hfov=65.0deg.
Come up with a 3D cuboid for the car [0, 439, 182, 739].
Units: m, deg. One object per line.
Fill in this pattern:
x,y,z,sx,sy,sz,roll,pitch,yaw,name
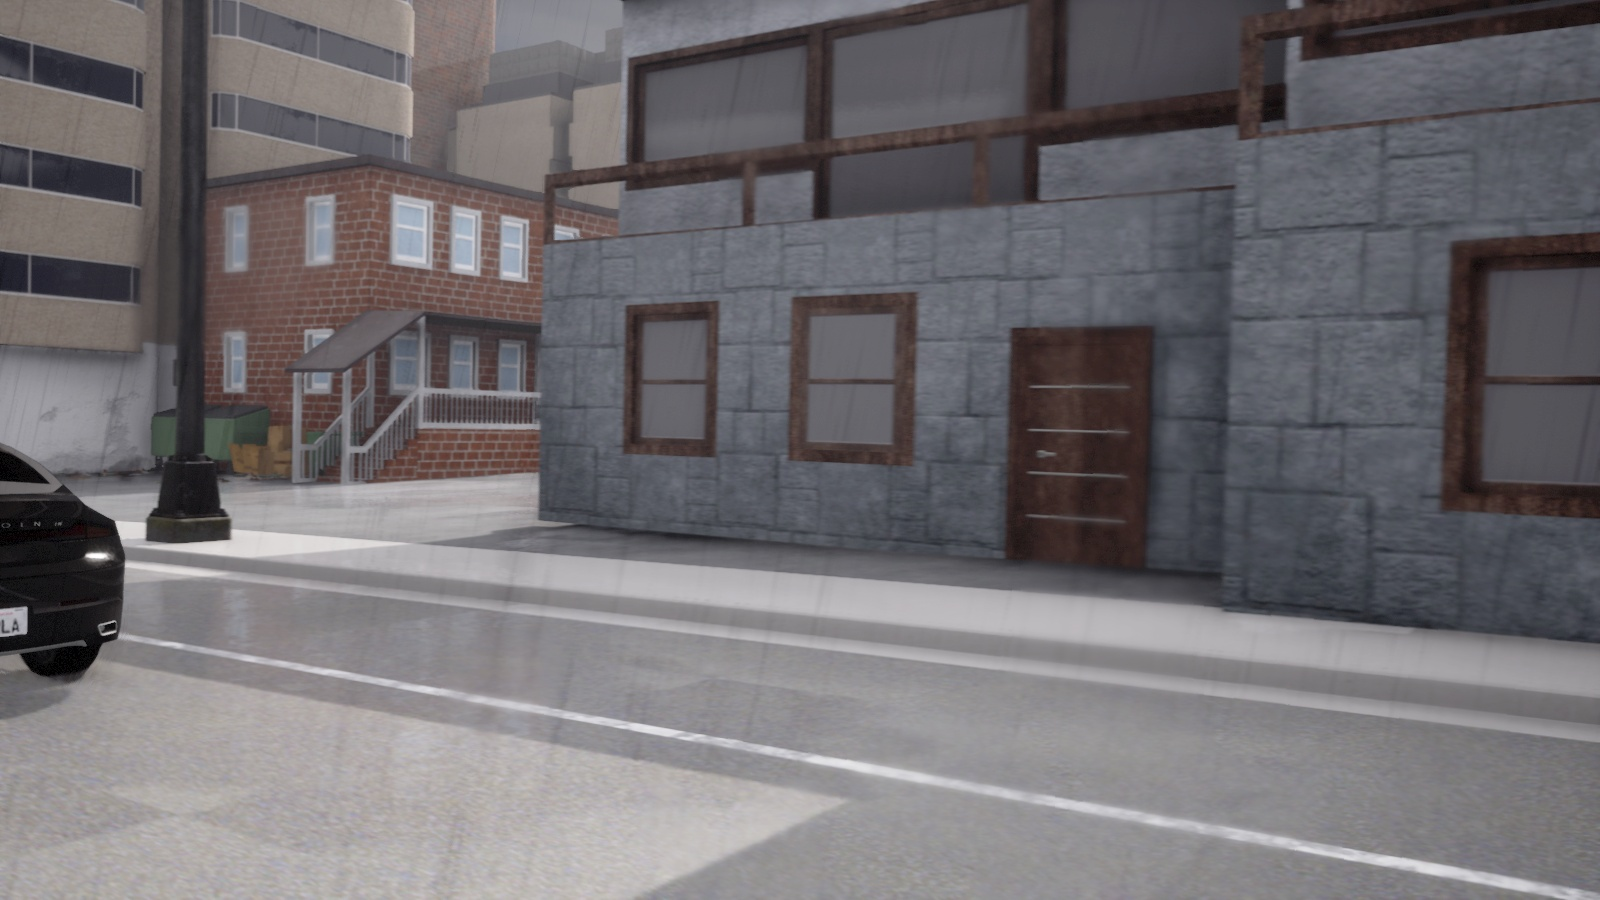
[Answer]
-6.023,0.710,7.626,4.892,1.490,1.837,0,1,34,car
